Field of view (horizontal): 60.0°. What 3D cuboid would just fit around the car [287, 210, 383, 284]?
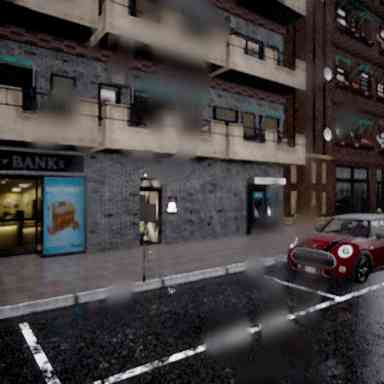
[{"bbox_3d":[4.527,1.369,9.324,4.097,1.590,1.967,-1,1,-36],"label":"car"}]
